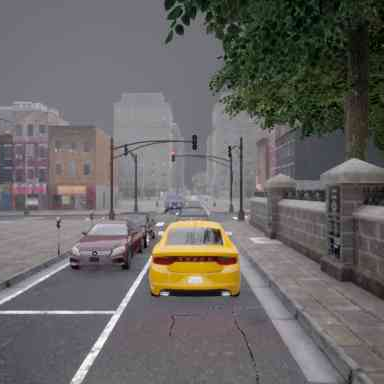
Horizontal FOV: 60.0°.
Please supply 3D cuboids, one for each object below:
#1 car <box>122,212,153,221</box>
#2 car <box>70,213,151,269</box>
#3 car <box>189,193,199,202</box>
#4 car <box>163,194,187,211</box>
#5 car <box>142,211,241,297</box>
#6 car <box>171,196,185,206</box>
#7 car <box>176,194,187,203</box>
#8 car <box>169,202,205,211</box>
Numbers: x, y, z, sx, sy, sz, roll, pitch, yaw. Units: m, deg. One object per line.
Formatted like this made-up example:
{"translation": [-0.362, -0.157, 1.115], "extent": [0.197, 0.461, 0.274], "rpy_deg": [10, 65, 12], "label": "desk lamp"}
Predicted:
{"translation": [-2.618, 1.565, 14.708], "extent": [1.947, 1.339, 4.313], "rpy_deg": [0, 0, 0], "label": "car"}
{"translation": [-2.623, 1.581, 11.045], "extent": [1.802, 1.307, 4.206], "rpy_deg": [0, 0, 0], "label": "car"}
{"translation": [0.379, 1.508, 66.917], "extent": [1.812, 1.442, 4.674], "rpy_deg": [0, 0, 0], "label": "car"}
{"translation": [-1.944, 1.212, 36.465], "extent": [2.150, 2.045, 5.566], "rpy_deg": [0, 0, -4], "label": "car"}
{"translation": [0.078, 1.477, 8.639], "extent": [1.882, 1.535, 5.008], "rpy_deg": [0, 0, 0], "label": "car"}
{"translation": [-2.218, 1.478, 53.763], "extent": [2.128, 1.511, 4.902], "rpy_deg": [0, 0, 0], "label": "car"}
{"translation": [-2.121, 1.337, 69.550], "extent": [2.097, 1.767, 4.553], "rpy_deg": [0, 0, 0], "label": "car"}
{"translation": [0.030, 1.546, 19.128], "extent": [2.033, 1.411, 5.357], "rpy_deg": [0, 0, 0], "label": "car"}
